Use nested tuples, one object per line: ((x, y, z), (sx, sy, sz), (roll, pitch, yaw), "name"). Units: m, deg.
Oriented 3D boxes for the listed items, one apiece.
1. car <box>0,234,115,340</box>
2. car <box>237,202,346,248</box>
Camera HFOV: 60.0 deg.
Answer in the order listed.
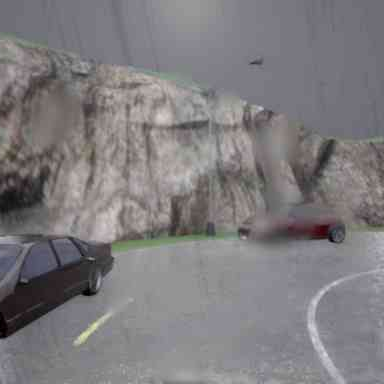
((-3.191, 1.522, 6.019), (2.033, 1.411, 5.357), (0, 0, 10), "car")
((4.242, 1.287, 14.322), (4.553, 1.767, 2.097), (0, 0, -19), "car")
